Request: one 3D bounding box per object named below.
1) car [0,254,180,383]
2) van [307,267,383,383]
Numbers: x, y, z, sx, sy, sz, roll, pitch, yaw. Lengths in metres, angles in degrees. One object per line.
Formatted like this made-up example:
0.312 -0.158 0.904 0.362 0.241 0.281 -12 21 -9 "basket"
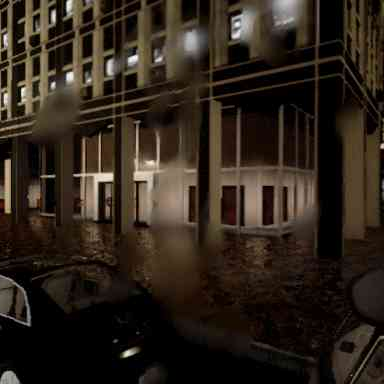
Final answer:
-2.191 1.523 4.441 4.403 1.369 2.008 0 0 36 "car"
2.407 1.350 1.158 3.998 1.788 1.690 0 0 36 "van"
